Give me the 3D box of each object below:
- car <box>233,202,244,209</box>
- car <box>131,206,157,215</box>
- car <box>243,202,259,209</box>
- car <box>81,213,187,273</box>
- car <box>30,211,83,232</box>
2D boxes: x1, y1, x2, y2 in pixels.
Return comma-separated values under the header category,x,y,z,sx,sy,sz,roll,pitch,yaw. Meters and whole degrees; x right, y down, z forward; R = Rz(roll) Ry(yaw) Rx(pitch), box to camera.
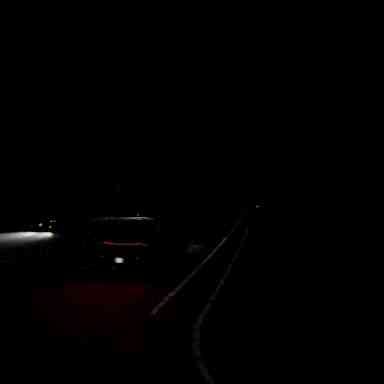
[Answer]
category,x,y,z,sx,sy,sz,roll,pitch,yaw
car,11.747,3.671,85.990,1.812,1.442,4.674,0,-2,21
car,-6.044,2.470,42.793,2.033,1.411,5.357,0,-2,11
car,15.116,3.726,85.000,1.895,1.301,4.718,0,-2,21
car,-1.491,1.721,11.566,2.128,1.511,4.902,0,-1,13
car,-9.696,2.037,24.051,1.994,1.385,4.181,0,-1,11
